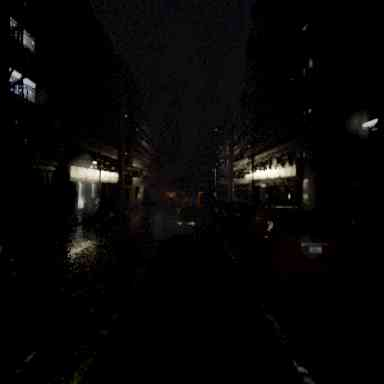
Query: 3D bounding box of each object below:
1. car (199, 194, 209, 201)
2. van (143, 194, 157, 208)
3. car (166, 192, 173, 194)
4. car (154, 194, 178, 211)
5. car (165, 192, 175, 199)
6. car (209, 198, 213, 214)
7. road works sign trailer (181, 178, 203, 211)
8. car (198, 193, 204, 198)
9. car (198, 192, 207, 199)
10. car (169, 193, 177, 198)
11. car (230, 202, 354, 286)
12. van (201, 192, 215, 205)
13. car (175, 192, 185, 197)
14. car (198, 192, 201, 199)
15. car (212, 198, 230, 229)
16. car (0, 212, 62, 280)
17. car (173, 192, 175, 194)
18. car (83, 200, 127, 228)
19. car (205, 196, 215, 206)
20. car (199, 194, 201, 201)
[{"bbox_3d":[2.537,1.162,71.527,1.802,1.307,4.206,-1,0,0],"label":"car"},{"bbox_3d":[-5.338,1.083,43.358,1.690,1.788,3.998,-1,0,0],"label":"van"},{"bbox_3d":[-5.342,1.156,65.964,1.887,1.381,4.507,-1,0,0],"label":"car"},{"bbox_3d":[-2.858,1.299,37.850,1.812,1.442,4.674,0,0,0],"label":"car"},{"bbox_3d":[-5.349,0.830,82.916,2.192,1.841,5.009,-1,0,0],"label":"car"},{"bbox_3d":[2.549,1.424,26.213,1.802,1.307,4.206,-1,0,0],"label":"car"},{"bbox_3d":[-0.009,0.244,36.865,2.380,3.560,2.880,0,0,0],"label":"road works sign trailer"},{"bbox_3d":[2.531,1.034,94.184,1.802,1.307,4.206,-1,0,0],"label":"car"},{"bbox_3d":[2.531,0.831,82.854,2.192,1.841,5.009,-1,0,0],"label":"car"},{"bbox_3d":[-5.350,0.978,94.050,1.752,1.417,4.829,-1,0,0],"label":"car"},{"bbox_3d":[2.540,1.258,9.219,2.192,1.841,5.009,-1,0,0],"label":"car"},{"bbox_3d":[2.540,1.051,48.869,1.690,1.788,3.998,-1,0,0],"label":"van"},{"bbox_3d":[-2.770,0.633,78.476,1.882,1.535,5.008,0,0,0],"label":"car"},{"bbox_3d":[2.537,0.959,60.197,2.192,1.841,5.009,-1,0,0],"label":"car"},{"bbox_3d":[2.553,1.316,20.548,1.967,1.590,4.097,-1,0,0],"label":"car"},{"bbox_3d":[-5.328,1.382,9.452,1.967,1.590,4.097,-1,0,0],"label":"car"},{"bbox_3d":[-5.344,1.124,71.615,1.887,1.381,4.507,-1,0,0],"label":"car"},{"bbox_3d":[-5.331,1.314,20.755,1.967,1.590,4.097,-1,0,0],"label":"car"},{"bbox_3d":[2.547,1.354,31.877,1.887,1.381,4.507,-1,0,0],"label":"car"},{"bbox_3d":[2.542,1.259,54.534,1.802,1.307,4.206,-1,0,0],"label":"car"}]
